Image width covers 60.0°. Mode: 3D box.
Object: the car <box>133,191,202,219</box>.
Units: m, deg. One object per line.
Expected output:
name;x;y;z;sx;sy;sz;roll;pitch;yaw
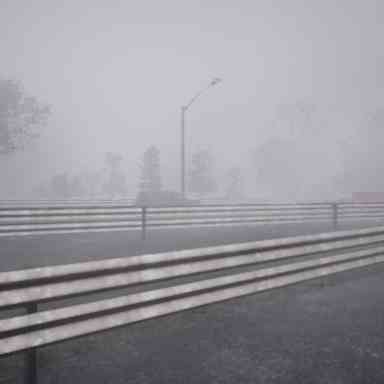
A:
car;-1.827;0.931;26.003;5.566;2.045;2.150;0;0;-24

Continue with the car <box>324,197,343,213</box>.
car;15.287;1.277;33.451;4.674;1.442;1.812;0;0;-23

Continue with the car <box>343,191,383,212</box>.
car;16.973;0.971;30.379;5.566;2.045;2.150;0;0;-23
